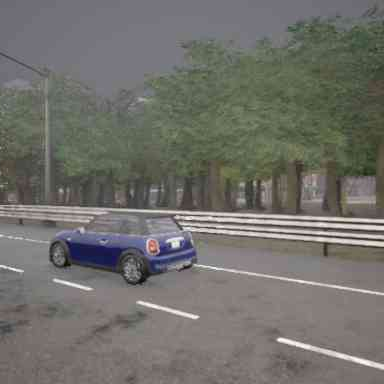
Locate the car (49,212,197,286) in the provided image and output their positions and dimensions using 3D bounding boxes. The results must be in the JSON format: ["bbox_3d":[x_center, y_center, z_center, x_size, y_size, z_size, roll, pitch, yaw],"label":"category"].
[{"bbox_3d":[-2.147,1.362,9.701,4.553,1.767,2.097,0,0,36],"label":"car"}]
